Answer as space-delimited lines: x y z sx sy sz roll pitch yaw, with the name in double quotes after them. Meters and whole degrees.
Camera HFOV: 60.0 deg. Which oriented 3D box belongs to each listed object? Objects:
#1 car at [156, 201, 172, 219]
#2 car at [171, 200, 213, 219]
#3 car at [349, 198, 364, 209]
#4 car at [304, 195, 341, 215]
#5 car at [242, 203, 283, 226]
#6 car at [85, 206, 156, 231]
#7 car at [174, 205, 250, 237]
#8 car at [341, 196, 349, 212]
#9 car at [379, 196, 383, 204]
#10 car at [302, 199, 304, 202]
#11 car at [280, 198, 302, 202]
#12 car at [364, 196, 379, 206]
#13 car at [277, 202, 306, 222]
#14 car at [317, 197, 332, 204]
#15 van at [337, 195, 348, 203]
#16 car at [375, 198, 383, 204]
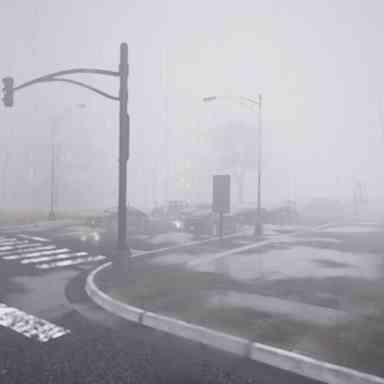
-1.799 1.478 29.553 1.967 1.590 4.097 1 0 36 "car"
0.917 1.632 28.653 2.033 1.411 5.357 1 0 36 "car"
24.756 1.772 51.383 1.967 1.590 4.097 1 0 36 "car"
14.980 1.568 37.904 2.192 1.841 5.009 1 0 36 "car"
4.540 1.735 23.592 1.947 1.339 4.313 1 0 36 "car"
-4.625 1.605 21.098 1.994 1.385 4.181 1 0 36 "car"
1.298 1.694 19.171 2.008 1.369 4.403 1 0 36 "car"
18.234 1.719 42.401 1.967 1.590 4.097 1 0 36 "car"
41.169 1.782 73.766 2.192 1.841 5.009 1 0 36 "car"
17.896 1.724 56.200 1.752 1.417 4.829 1 0 36 "car"
12.730 1.706 44.678 1.812 1.442 4.674 1 0 37 "car"
34.702 1.939 64.950 1.752 1.417 4.829 1 0 36 "car"
7.779 1.777 28.012 1.802 1.307 4.206 1 0 36 "car"
27.843 1.846 69.766 1.947 1.339 4.313 1 0 36 "car"
37.691 1.703 83.197 1.690 1.788 3.998 1 0 36 "van"
44.448 2.045 78.243 2.008 1.369 4.403 1 0 36 "car"
